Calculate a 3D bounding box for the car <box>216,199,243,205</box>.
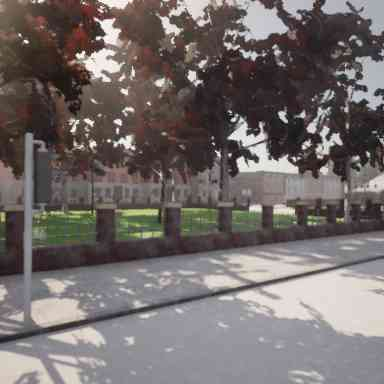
[{"bbox_3d":[6.036,1.910,54.507,2.033,1.411,5.357,1,0,-35],"label":"car"}]
